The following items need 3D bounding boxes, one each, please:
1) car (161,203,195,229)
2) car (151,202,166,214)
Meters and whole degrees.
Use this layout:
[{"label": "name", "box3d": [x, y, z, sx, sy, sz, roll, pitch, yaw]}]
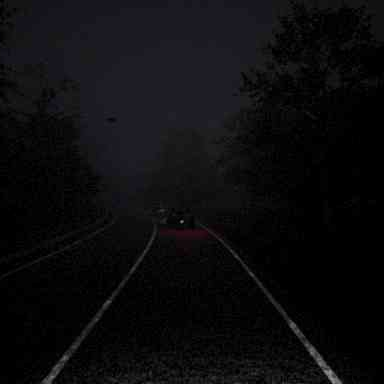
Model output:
[{"label": "car", "box3d": [-0.927, 1.783, 24.357, 2.128, 1.511, 4.902, 1, -1, -6]}, {"label": "car", "box3d": [-4.011, 1.975, 41.626, 2.128, 1.511, 4.902, 1, -1, -13]}]
